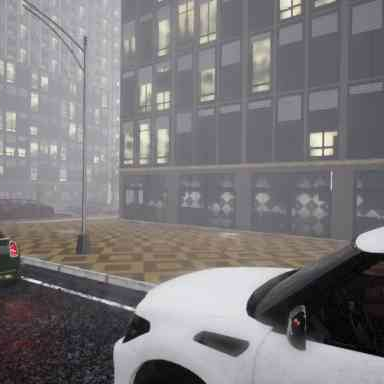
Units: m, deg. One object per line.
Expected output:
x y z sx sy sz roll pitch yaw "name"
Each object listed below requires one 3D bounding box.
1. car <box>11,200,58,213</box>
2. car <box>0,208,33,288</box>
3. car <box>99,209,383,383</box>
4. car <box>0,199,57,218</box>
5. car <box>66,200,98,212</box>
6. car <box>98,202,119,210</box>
-18.632 1.643 39.534 1.752 1.417 4.829 1 0 36 "car"
-6.157 1.348 8.049 4.553 1.767 2.097 0 0 35 "car"
1.919 1.222 2.313 5.566 2.045 2.150 0 0 36 "car"
-15.119 1.519 30.164 2.192 1.841 5.009 1 0 36 "car"
-13.256 1.755 42.446 2.033 1.411 5.357 1 0 37 "car"
-8.336 1.830 39.387 1.752 1.417 4.829 1 0 36 "car"
